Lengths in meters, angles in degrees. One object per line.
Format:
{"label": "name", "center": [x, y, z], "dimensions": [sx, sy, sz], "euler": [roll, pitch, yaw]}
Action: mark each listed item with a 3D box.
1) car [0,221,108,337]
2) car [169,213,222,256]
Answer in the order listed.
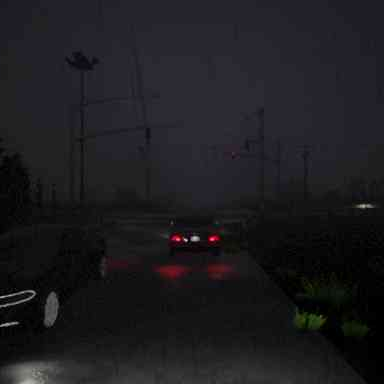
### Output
{"label": "car", "center": [-3.178, 1.458, 6.966], "dimensions": [1.882, 1.535, 5.008], "euler": [0, 0, 0]}
{"label": "car", "center": [0.097, 1.511, 12.967], "dimensions": [2.033, 1.411, 5.357], "euler": [0, 0, 0]}
